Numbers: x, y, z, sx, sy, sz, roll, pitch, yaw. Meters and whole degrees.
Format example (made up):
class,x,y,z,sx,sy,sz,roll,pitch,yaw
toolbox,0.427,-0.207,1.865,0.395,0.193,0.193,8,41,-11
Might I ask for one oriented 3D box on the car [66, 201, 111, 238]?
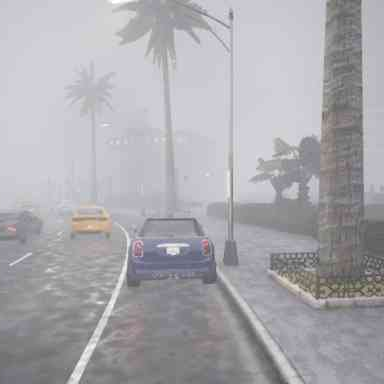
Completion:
class,x,y,z,sx,sy,sz,roll,pitch,yaw
car,-5.448,1.474,17.972,1.882,1.535,5.008,0,0,-16

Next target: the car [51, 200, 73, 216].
class,x,y,z,sx,sy,sz,roll,pitch,yaw
car,-12.483,1.516,32.814,1.812,1.442,4.674,0,0,-36

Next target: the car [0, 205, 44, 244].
class,x,y,z,sx,sy,sz,roll,pitch,yaw
car,-8.392,1.541,15.594,2.033,1.411,5.357,0,0,-14

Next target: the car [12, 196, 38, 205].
class,x,y,z,sx,sy,sz,roll,pitch,yaw
car,-15.645,1.465,31.212,1.882,1.535,5.008,0,0,-36

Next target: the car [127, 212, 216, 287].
class,x,y,z,sx,sy,sz,roll,pitch,yaw
car,-0.703,1.352,9.627,2.097,1.767,4.553,0,0,-7
